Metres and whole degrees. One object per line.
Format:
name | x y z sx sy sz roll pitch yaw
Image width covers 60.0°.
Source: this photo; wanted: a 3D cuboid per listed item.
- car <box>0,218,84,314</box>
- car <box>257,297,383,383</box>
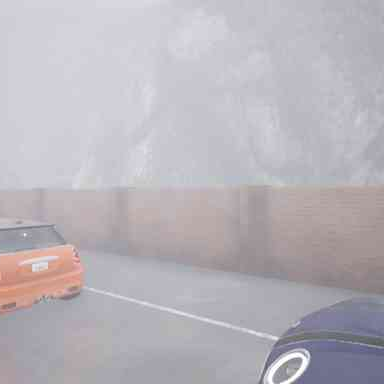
car | -4.433 1.352 7.159 4.553 1.767 2.097 0 0 36
car | 2.703 1.352 2.102 4.553 1.767 2.097 0 0 35
